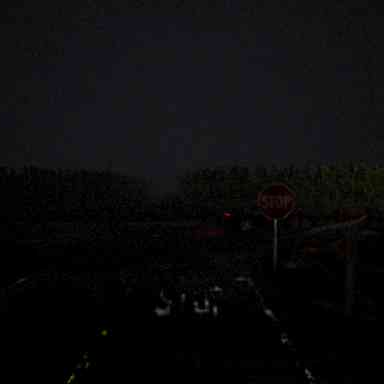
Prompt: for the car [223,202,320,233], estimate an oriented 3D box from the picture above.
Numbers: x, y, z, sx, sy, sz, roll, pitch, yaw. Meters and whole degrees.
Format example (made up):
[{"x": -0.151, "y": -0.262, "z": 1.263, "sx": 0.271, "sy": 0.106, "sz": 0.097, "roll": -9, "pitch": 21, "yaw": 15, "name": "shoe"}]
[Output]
[{"x": 4.035, "y": 1.272, "z": 17.128, "sx": 4.892, "sy": 1.490, "sz": 1.837, "roll": 0, "pitch": 1, "yaw": 0, "name": "car"}]
